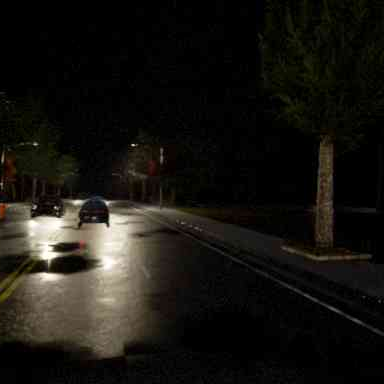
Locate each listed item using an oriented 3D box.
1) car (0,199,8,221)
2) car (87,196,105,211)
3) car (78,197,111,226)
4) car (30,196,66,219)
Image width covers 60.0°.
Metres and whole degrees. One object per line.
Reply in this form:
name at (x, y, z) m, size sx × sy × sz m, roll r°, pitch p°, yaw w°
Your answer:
car at (-12.922, 1.035, 20.365) m, size 2.097 × 1.767 × 4.553 m, roll 2°, pitch 0°, yaw -16°
car at (-11.273, 1.272, 39.240) m, size 1.882 × 1.535 × 5.008 m, roll 2°, pitch 0°, yaw -16°
car at (-6.412, 1.345, 21.939) m, size 1.882 × 1.535 × 5.008 m, roll 2°, pitch 0°, yaw -16°
car at (-11.087, 1.099, 25.849) m, size 2.097 × 1.767 × 4.553 m, roll 2°, pitch 0°, yaw -16°
